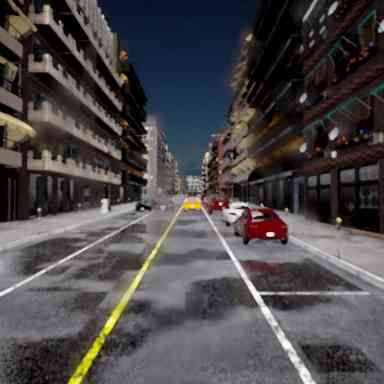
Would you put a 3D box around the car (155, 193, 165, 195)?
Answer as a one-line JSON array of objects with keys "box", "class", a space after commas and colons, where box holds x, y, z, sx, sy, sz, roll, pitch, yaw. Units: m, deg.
[{"box": [-5.286, 1.139, 54.399, 2.192, 1.841, 5.009, 1, 0, 0], "class": "car"}]

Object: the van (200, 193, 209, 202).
[{"box": [2.561, 1.147, 70.938, 1.690, 1.788, 3.998, 1, 0, 0], "class": "van"}]

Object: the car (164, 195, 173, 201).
[{"box": [-5.290, 1.385, 76.525, 1.802, 1.307, 4.206, 1, 0, 0], "class": "car"}]

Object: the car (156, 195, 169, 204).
[{"box": [-5.291, 1.361, 59.931, 1.887, 1.381, 4.507, 1, 0, 0], "class": "car"}]

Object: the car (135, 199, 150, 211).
[{"box": [-5.293, 1.426, 37.810, 1.947, 1.339, 4.313, 1, 0, 0], "class": "car"}]

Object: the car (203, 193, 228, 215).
[{"box": [2.558, 1.191, 32.217, 2.192, 1.841, 5.009, 1, 0, 0], "class": "car"}]

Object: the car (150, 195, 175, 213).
[{"box": [-2.843, 1.359, 35.185, 2.128, 1.511, 4.902, 0, 0, 0], "class": "car"}]

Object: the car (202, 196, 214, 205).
[{"box": [2.554, 1.406, 54.344, 1.802, 1.307, 4.206, 1, 0, 0], "class": "car"}]

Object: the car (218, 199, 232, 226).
[{"box": [3.026, 1.435, 22.134, 1.812, 1.442, 4.674, 0, 0, 0], "class": "car"}]

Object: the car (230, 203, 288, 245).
[{"box": [3.025, 1.461, 15.132, 1.812, 1.442, 4.674, 0, 0, 0], "class": "car"}]

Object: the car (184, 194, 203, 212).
[{"box": [0.068, 1.340, 36.819, 1.882, 1.535, 5.008, 0, 0, 0], "class": "car"}]

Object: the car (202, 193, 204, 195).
[{"box": [2.556, 1.287, 43.281, 1.967, 1.590, 4.097, 1, 0, 0], "class": "car"}]

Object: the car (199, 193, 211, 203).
[{"box": [2.561, 1.125, 65.406, 2.192, 1.841, 5.009, 1, 0, 0], "class": "car"}]
